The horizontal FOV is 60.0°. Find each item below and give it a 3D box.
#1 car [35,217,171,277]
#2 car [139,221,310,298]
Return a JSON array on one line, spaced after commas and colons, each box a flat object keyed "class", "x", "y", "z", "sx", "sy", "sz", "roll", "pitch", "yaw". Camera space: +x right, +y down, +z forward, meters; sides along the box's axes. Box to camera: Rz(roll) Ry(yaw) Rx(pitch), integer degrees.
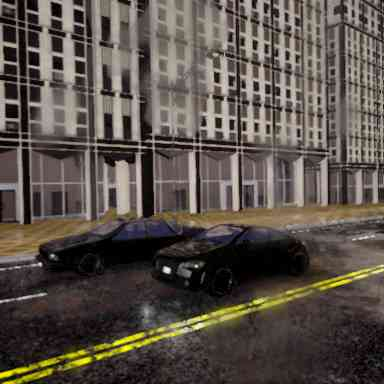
[{"class": "car", "x": -1.845, "y": 1.501, "z": 10.358, "sx": 5.357, "sy": 1.411, "sz": 2.033, "roll": -1, "pitch": 0, "yaw": -36}, {"class": "car", "x": 1.073, "y": 1.504, "z": 8.445, "sx": 4.181, "sy": 1.385, "sz": 1.994, "roll": -1, "pitch": 0, "yaw": -36}]
